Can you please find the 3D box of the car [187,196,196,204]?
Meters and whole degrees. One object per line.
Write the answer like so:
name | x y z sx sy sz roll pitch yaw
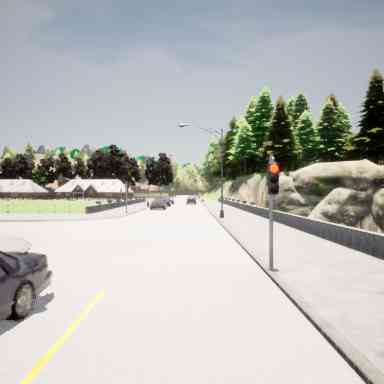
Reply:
car | -0.105 1.547 63.175 2.033 1.411 5.357 0 0 0

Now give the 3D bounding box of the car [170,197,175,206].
car | -4.265 1.547 52.382 2.033 1.411 5.357 0 0 -1

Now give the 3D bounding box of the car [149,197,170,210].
car | -4.240 1.526 42.674 1.812 1.442 4.674 0 0 -1

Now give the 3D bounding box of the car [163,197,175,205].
car | -4.263 1.601 62.194 1.895 1.301 4.718 0 0 0

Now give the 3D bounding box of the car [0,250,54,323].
car | -3.910 1.547 4.594 2.033 1.411 5.357 0 0 3
